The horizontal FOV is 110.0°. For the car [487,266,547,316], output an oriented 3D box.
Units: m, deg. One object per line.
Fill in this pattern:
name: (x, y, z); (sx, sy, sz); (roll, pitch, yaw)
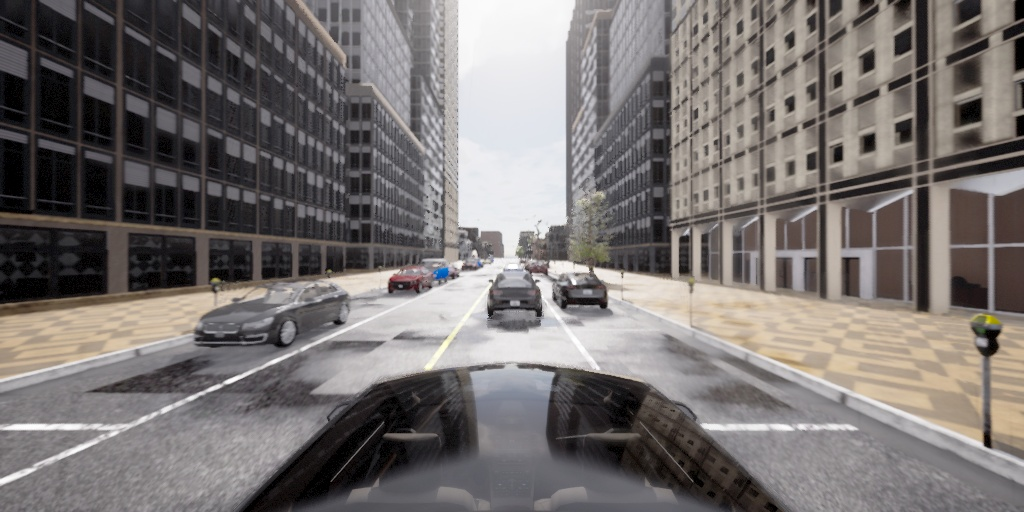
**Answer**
car: (0.087, 1.281, 13.269); (1.812, 1.442, 4.674); (0, 0, 0)

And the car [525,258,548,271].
car: (2.695, 1.201, 37.605); (1.967, 1.591, 4.097); (0, 0, 0)

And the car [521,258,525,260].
car: (2.697, 1.286, 54.852); (1.751, 1.417, 4.829); (0, 0, 0)

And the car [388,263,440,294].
car: (-5.688, 1.303, 20.544); (1.888, 1.381, 4.507); (0, 0, 0)

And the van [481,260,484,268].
van: (-5.683, 1.102, 54.698); (1.690, 1.789, 3.998); (0, 0, 0)

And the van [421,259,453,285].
van: (-5.688, 1.100, 26.236); (1.690, 1.789, 3.998); (0, 0, 0)

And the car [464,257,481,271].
car: (-5.684, 1.201, 49.004); (1.967, 1.591, 4.097); (0, 0, 0)

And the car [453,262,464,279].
car: (-5.687, 1.343, 31.929); (1.802, 1.307, 4.207); (0, 0, 0)

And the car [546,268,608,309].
car: (2.692, 1.322, 14.838); (1.948, 1.339, 4.313); (0, 0, 0)

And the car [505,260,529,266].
car: (0.104, 1.308, 31.116); (2.033, 1.411, 5.357); (0, 0, 0)

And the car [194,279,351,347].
car: (-5.690, 1.304, 9.159); (2.007, 1.370, 4.403); (0, 0, 0)

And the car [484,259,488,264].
car: (-5.683, 1.326, 60.390); (1.948, 1.339, 4.313); (0, 0, 0)
